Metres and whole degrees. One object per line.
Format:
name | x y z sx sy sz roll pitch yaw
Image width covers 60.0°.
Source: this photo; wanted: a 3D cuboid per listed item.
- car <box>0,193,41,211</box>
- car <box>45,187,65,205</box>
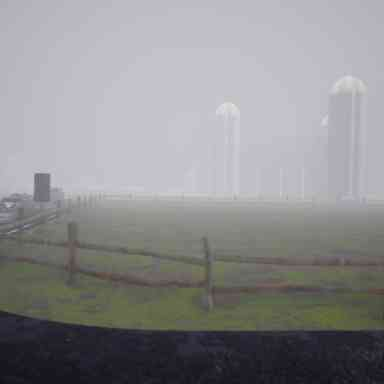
car | -15.356 0.830 29.592 2.128 1.511 4.902 2 1 -9
car | -16.951 0.402 40.083 2.150 2.045 5.566 2 1 -8
